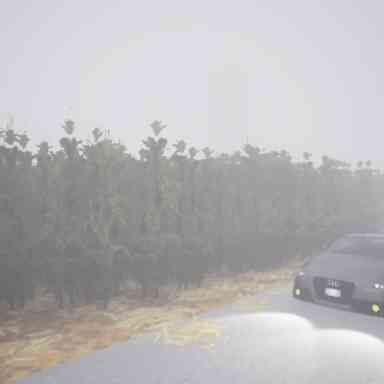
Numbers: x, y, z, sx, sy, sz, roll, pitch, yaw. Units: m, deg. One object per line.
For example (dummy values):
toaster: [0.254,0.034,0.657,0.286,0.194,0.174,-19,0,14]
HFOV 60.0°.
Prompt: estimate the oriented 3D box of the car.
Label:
car: [4.031,1.665,7.500,4.181,1.385,1.994,0,-2,-43]
